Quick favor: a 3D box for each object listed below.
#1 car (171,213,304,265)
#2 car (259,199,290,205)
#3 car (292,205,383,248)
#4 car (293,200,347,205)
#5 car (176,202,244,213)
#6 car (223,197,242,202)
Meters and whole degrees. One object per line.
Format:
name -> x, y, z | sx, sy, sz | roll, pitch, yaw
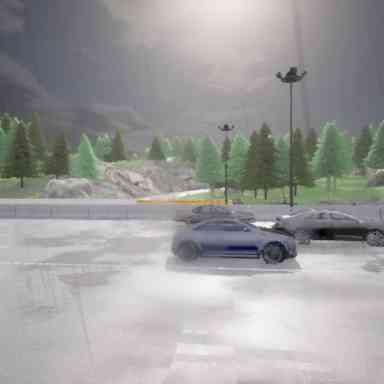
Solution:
car -> 1.381, 1.563, 11.349 | 4.181, 1.385, 1.994 | 0, 0, 7
car -> 10.771, 1.597, 42.171 | 4.718, 1.301, 1.895 | 0, 0, 7
car -> 5.987, 1.490, 14.337 | 4.902, 1.511, 2.128 | 0, 0, 7
car -> 11.906, 1.561, 31.469 | 4.181, 1.385, 1.994 | 0, 0, 7
car -> 1.475, 1.546, 21.911 | 5.357, 1.411, 2.033 | 0, 0, 7
car -> 6.236, 1.560, 54.477 | 4.181, 1.385, 1.994 | 0, 0, 44
